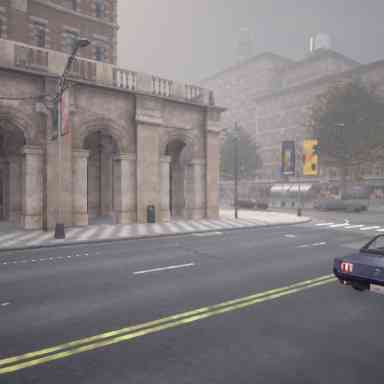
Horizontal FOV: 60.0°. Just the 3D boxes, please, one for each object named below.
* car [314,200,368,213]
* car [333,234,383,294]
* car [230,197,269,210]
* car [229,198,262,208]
[{"bbox_3d":[16.380,1.547,36.867,2.033,1.411,5.357,0,0,-39],"label":"car"},{"bbox_3d":[5.426,1.601,7.762,4.718,1.301,1.895,0,0,-36],"label":"car"},{"bbox_3d":[7.610,1.478,42.781,1.882,1.535,5.008,0,0,-36],"label":"car"},{"bbox_3d":[7.748,1.601,48.561,1.895,1.301,4.718,0,0,-36],"label":"car"}]
